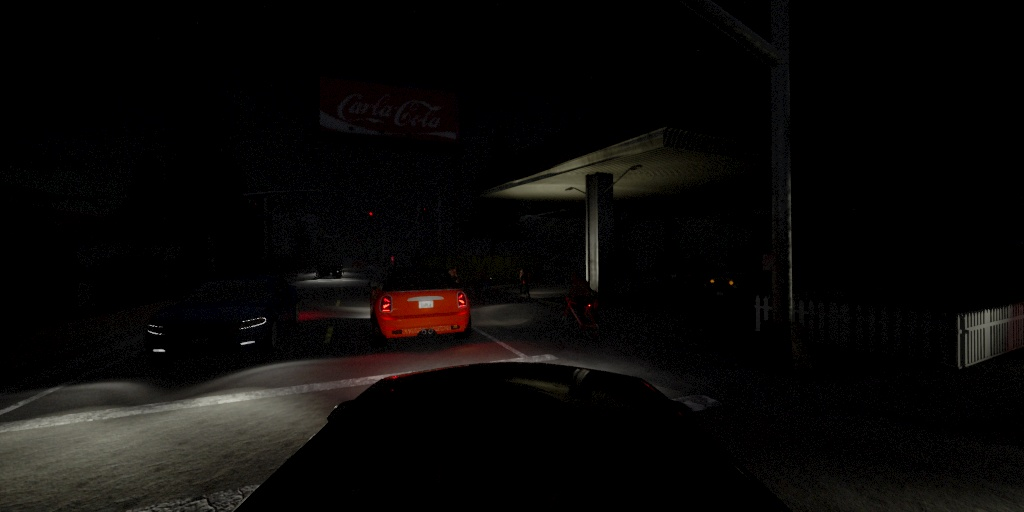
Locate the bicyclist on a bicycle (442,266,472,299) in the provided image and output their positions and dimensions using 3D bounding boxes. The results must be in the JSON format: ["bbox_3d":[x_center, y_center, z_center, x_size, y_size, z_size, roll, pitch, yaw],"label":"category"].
[{"bbox_3d":[-2.751,1.295,16.413,1.656,1.620,0.582,1,0,37],"label":"bicyclist on a bicycle"}]

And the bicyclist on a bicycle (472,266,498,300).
[{"bbox_3d":[-1.454,1.322,17.805,1.656,1.620,0.582,1,0,-22],"label":"bicyclist on a bicycle"}]

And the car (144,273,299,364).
[{"bbox_3d":[-6.319,1.194,8.387,1.882,1.535,5.008,0,0,-24],"label":"car"}]

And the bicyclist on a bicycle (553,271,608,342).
[{"bbox_3d":[1.640,1.194,8.735,0.582,1.620,1.656,3,-2,-43],"label":"bicyclist on a bicycle"}]

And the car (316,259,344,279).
[{"bbox_3d":[-17.743,1.354,34.601,1.837,1.490,4.892,-2,1,-33],"label":"car"}]

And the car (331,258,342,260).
[{"bbox_3d":[-24.797,1.377,49.330,2.128,1.511,4.902,0,0,-24],"label":"car"}]

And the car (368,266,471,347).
[{"bbox_3d":[-2.614,1.041,9.486,2.097,1.767,4.553,0,0,-22],"label":"car"}]

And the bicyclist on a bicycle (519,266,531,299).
[{"bbox_3d":[0.653,1.315,17.937,0.582,1.620,1.656,0,0,16],"label":"bicyclist on a bicycle"}]
